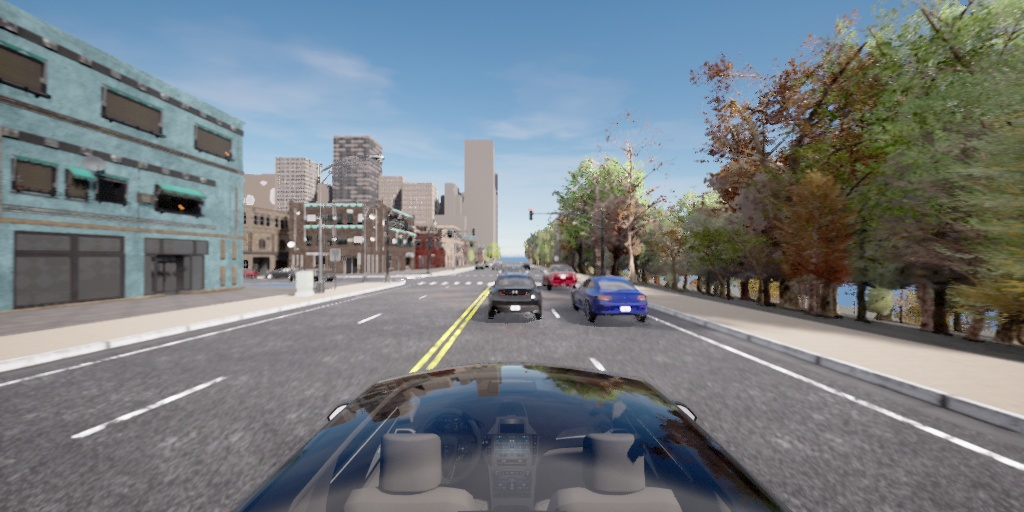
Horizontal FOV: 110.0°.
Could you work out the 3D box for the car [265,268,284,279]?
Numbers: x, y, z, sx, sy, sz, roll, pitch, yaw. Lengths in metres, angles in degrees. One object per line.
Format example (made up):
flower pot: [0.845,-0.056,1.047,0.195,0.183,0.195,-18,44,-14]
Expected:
car: [-28.254,2.140,44.554,4.403,1.370,2.007,0,0,0]

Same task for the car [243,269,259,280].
car: [-33.789,2.234,44.563,4.207,1.307,1.802,0,0,0]

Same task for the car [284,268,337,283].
car: [-19.926,2.028,36.037,4.313,1.339,1.948,0,0,0]

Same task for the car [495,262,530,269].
car: [0.114,1.415,25.022,2.097,1.767,4.553,0,-1,0]

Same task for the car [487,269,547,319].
car: [0.106,1.415,13.638,1.837,1.490,4.892,0,-1,0]

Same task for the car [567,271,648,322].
car: [3.357,1.426,12.892,1.812,1.442,4.674,0,-1,0]

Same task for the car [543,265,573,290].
car: [3.366,1.424,25.686,2.097,1.767,4.553,0,-1,0]
